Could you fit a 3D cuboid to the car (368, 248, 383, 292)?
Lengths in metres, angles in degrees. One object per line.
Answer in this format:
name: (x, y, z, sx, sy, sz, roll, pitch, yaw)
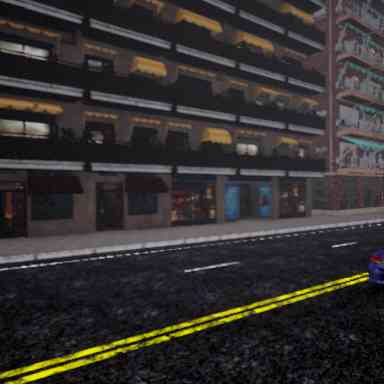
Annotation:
car: (5.825, 1.526, 7.597, 4.674, 1.442, 1.812, 0, 0, -36)
